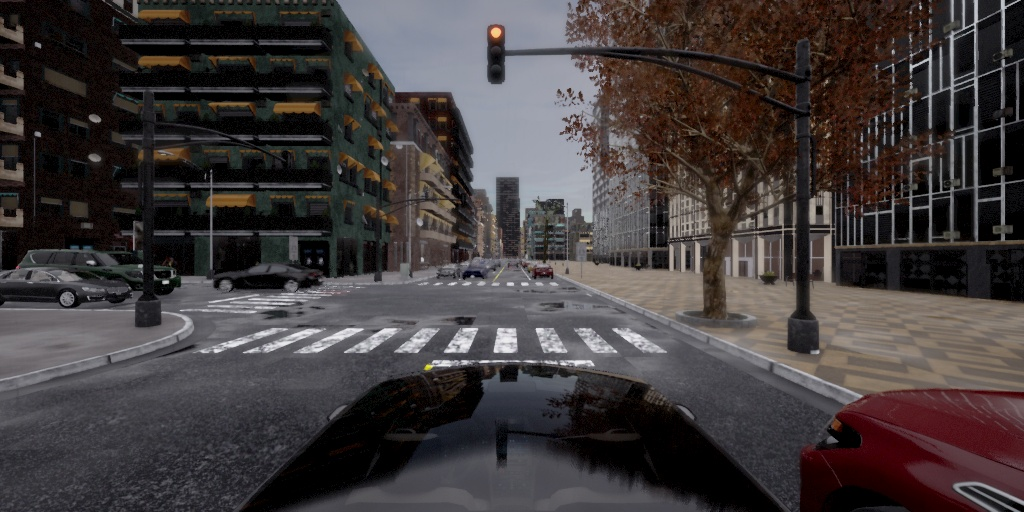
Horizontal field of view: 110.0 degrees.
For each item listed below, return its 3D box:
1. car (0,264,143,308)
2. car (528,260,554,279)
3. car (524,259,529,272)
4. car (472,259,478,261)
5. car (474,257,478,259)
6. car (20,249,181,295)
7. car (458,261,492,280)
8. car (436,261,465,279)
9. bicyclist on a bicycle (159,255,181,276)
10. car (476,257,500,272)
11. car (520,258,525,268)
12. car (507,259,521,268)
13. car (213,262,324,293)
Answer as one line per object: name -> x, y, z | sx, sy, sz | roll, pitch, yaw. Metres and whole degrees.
car -> -16.422, 1.091, 12.952 | 4.403, 1.370, 2.007 | 0, 0, -1
car -> 2.727, 1.307, 32.345 | 1.888, 1.381, 4.507 | 0, 0, 0
car -> 2.740, 1.298, 43.580 | 1.751, 1.417, 4.829 | 0, 0, 0
car -> -5.640, 1.323, 43.421 | 2.007, 1.370, 4.403 | 0, 0, 0
car -> -5.627, 1.226, 54.486 | 1.967, 1.591, 4.097 | 0, 0, 0
car -> -17.771, 0.747, 15.535 | 5.566, 2.045, 2.150 | 1, 0, 0
car -> -3.128, 1.362, 31.005 | 1.895, 1.301, 4.718 | 0, 0, 1
car -> -5.653, 1.313, 32.355 | 2.007, 1.370, 4.403 | 0, 0, 0
bicyclist on a bicycle -> -23.142, 0.761, 24.220 | 0.582, 1.620, 1.656 | 1, 0, -1
car -> -3.040, 1.269, 46.369 | 2.128, 1.511, 4.902 | 0, 0, 0
car -> 2.759, 1.375, 60.008 | 1.802, 1.307, 4.207 | 0, 0, 0
car -> 0.174, 1.289, 63.491 | 2.128, 1.511, 4.902 | 0, 0, 0
car -> -12.625, 1.083, 18.787 | 5.008, 1.535, 1.882 | 1, 1, -6
